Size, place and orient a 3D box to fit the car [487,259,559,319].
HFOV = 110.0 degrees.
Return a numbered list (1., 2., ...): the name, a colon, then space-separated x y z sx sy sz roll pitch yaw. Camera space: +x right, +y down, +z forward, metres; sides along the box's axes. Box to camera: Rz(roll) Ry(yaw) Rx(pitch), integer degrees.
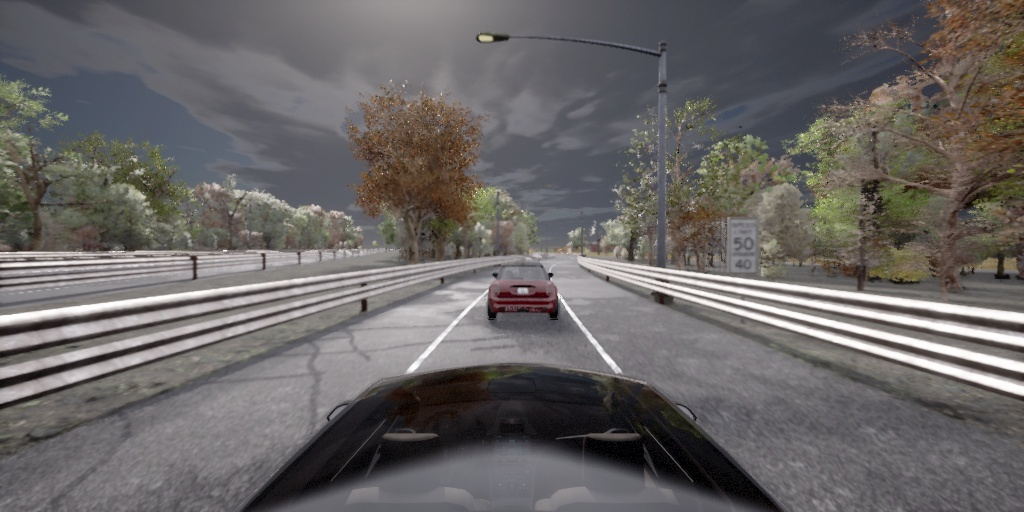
1. car: 0.371 0.968 12.230 2.097 1.767 4.553 0 1 2
